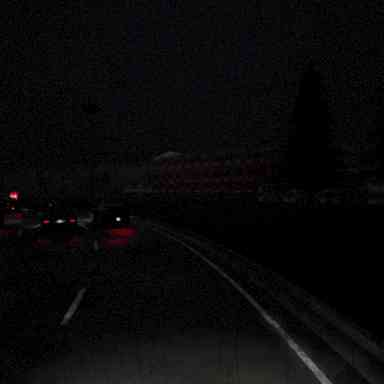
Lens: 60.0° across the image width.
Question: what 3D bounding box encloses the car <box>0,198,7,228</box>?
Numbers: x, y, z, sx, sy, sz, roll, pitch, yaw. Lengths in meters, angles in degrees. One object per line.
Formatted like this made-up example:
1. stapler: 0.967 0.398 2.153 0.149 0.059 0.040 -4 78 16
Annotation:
1. car: -13.099 1.413 21.255 1.882 1.535 5.008 0 0 -28

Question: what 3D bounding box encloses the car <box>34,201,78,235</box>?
1. car: -7.427 1.474 18.438 2.033 1.411 5.357 0 0 -24

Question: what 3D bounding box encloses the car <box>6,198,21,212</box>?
1. car: -20.071 1.390 35.869 1.837 1.490 4.892 0 1 -44

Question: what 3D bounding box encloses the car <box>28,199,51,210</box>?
1. car: -16.874 1.424 37.565 1.994 1.385 4.181 -1 0 -44

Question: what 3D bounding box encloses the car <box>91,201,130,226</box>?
1. car: -5.574 1.401 22.510 1.837 1.490 4.892 0 0 -26
